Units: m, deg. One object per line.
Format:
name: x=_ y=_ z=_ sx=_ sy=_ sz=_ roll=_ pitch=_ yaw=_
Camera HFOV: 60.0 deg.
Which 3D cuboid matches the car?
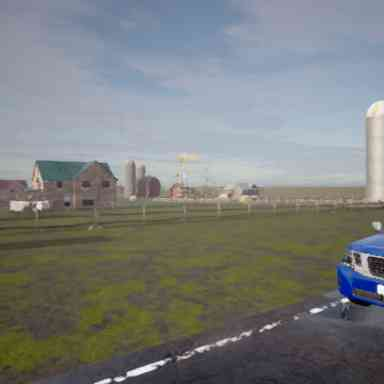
car: x=5.363 y=1.223 z=6.877 sx=5.566 sy=2.045 sz=2.150 roll=0 pitch=0 yaw=-35
